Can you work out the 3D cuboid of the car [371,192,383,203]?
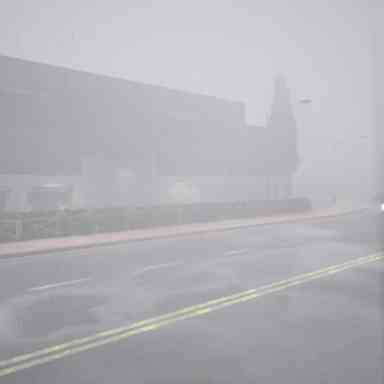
[{"bbox_3d":[23.988,0.646,41.517,1.895,1.301,4.718,-1,1,13],"label":"car"}]
